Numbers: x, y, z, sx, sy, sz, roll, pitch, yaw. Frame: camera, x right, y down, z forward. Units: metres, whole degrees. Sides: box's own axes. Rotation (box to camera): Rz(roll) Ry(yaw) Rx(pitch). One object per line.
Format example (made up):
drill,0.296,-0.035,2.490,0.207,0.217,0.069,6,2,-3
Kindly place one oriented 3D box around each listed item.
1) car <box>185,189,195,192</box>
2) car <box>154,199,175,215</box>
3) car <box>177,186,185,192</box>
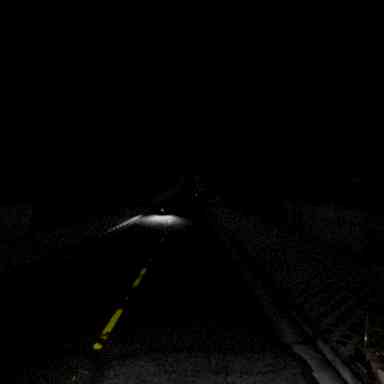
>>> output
car,-0.017,-0.051,86.401,1.994,1.385,4.181,0,2,0
car,-2.808,1.474,34.344,2.128,1.511,4.902,0,0,0
car,-2.767,-0.597,86.503,2.150,2.045,5.566,0,2,0
